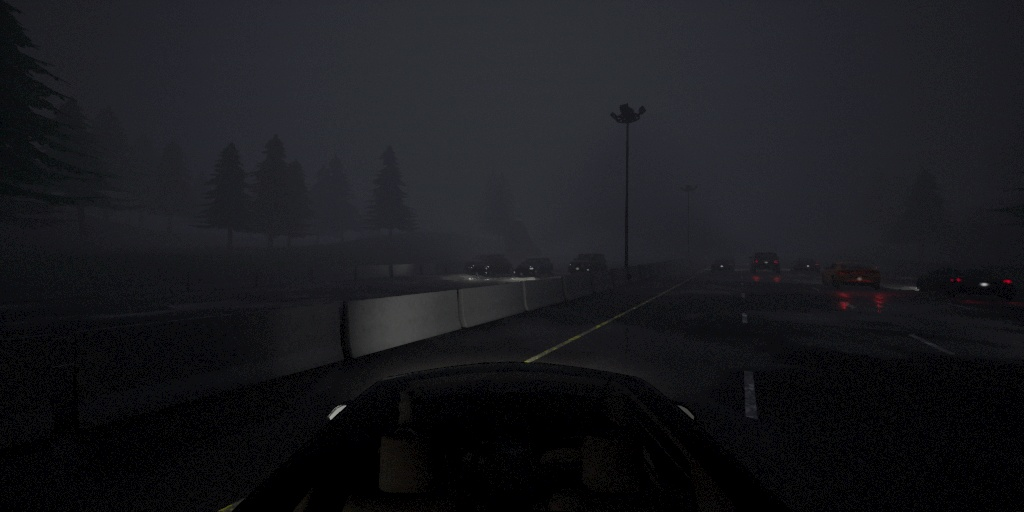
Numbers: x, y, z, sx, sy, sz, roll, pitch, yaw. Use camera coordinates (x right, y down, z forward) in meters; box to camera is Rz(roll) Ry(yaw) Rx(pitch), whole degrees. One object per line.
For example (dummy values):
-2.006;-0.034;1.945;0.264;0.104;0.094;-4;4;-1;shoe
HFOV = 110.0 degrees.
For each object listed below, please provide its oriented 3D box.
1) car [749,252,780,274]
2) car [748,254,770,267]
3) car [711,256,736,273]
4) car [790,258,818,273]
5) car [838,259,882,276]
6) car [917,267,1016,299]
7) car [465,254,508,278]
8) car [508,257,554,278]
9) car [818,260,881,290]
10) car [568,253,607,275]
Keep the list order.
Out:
24.396;0.627;34.648;2.150;2.045;5.566;0;1;32;car
32.418;0.582;47.238;2.128;1.511;4.902;0;1;32;car
21.818;0.955;37.120;1.994;1.385;4.181;0;1;33;car
29.394;0.901;35.983;1.994;1.385;4.181;0;1;33;car
31.196;0.981;32.297;1.895;1.301;4.718;0;1;32;car
21.648;1.201;17.301;1.994;1.385;4.181;0;0;32;car
-1.817;0.965;32.909;2.097;1.767;4.553;0;1;33;car
2.025;0.948;32.410;2.097;1.767;4.553;0;1;33;car
20.164;1.083;21.487;1.882;1.535;5.008;0;0;32;car
7.295;0.769;34.110;2.150;2.045;5.566;0;1;33;car
